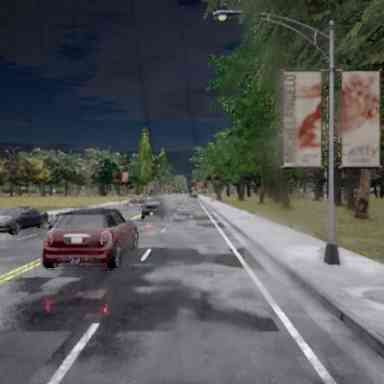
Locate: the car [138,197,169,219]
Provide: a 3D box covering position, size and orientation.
[{"bbox_3d":[-3.153,1.455,28.435,1.837,1.490,4.892,0,0,0],"label":"car"}]

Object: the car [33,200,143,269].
[{"bbox_3d":[-3.155,1.331,11.232,2.097,1.767,4.553,0,0,0],"label":"car"}]

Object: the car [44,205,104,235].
[{"bbox_3d":[-6.600,1.529,19.194,1.994,1.385,4.181,0,0,0],"label":"car"}]

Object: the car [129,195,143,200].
[{"bbox_3d":[-9.798,1.268,58.850,2.097,1.767,4.553,0,0,1],"label":"car"}]

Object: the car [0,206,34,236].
[{"bbox_3d":[-9.853,1.513,18.600,2.033,1.411,5.357,0,0,0],"label":"car"}]
